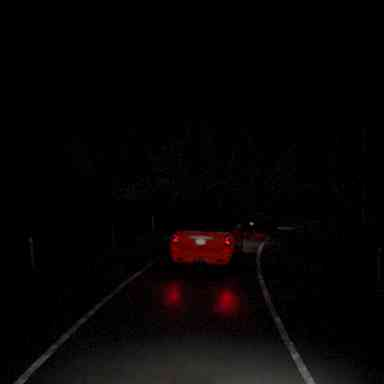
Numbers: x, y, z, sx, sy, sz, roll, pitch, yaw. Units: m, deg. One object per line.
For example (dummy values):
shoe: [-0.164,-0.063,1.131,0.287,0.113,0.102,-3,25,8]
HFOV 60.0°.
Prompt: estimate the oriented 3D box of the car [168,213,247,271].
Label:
car: [0.680,1.531,11.878,2.097,1.767,4.553,0,-1,12]

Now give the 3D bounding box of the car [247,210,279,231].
car: [5.233,2.106,25.268,1.812,1.442,4.674,1,-2,28]
